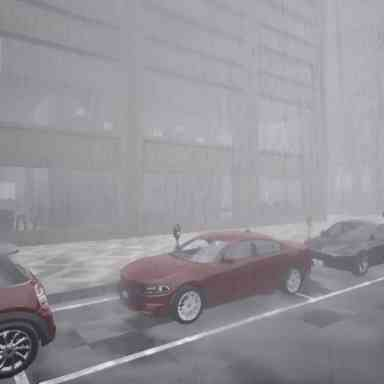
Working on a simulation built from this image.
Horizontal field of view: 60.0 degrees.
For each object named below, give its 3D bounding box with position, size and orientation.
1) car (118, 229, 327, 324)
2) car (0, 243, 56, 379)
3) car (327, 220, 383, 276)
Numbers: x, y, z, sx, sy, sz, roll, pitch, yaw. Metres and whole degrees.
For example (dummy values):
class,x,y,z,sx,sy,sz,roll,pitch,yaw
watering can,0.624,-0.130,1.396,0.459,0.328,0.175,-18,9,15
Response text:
class,x,y,z,sx,sy,sz,roll,pitch,yaw
car,0.664,1.542,7.122,4.507,1.381,1.887,0,0,-35
car,-3.910,1.438,3.859,4.097,1.590,1.967,0,0,-35
car,5.238,1.564,10.385,4.313,1.339,1.947,0,0,-35
